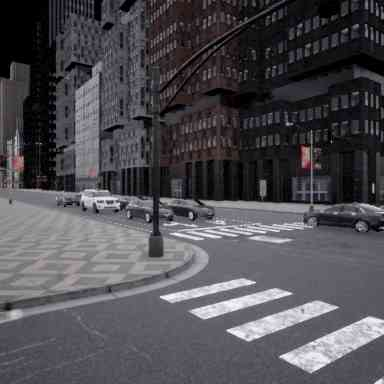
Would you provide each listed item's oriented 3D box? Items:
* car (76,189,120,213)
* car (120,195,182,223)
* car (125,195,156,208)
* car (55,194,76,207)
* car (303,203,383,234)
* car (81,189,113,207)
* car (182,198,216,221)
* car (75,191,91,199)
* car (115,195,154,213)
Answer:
[{"bbox_3d":[-8.698,0.819,31.185,2.150,2.045,5.566,0,1,-36],"label":"car"},{"bbox_3d":[-3.013,1.240,23.299,1.837,1.490,4.892,0,1,-36],"label":"car"},{"bbox_3d":[-6.089,1.084,39.018,1.994,1.385,4.181,0,1,-36],"label":"car"},{"bbox_3d":[-14.909,0.991,39.808,2.033,1.411,5.357,0,1,-36],"label":"car"},{"bbox_3d":[8.601,1.380,18.651,1.837,1.490,4.892,0,1,-36],"label":"car"},{"bbox_3d":[-11.835,0.671,41.111,2.150,2.045,5.566,0,1,-35],"label":"car"},{"bbox_3d":[-0.248,1.239,24.979,1.837,1.490,4.892,0,1,-38],"label":"car"},{"bbox_3d":[-21.843,0.563,66.416,1.812,1.442,4.674,0,1,-36],"label":"car"},{"bbox_3d":[-5.689,1.107,32.569,1.837,1.490,4.892,0,1,-36],"label":"car"}]
